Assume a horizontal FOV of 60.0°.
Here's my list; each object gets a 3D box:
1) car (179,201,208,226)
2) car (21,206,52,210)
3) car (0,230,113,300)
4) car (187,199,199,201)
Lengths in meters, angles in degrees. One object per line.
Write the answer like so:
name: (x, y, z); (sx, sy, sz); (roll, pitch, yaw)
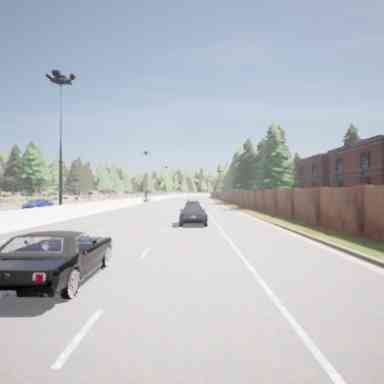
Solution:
car: (0.096, 1.603, 23.865); (1.994, 1.385, 4.181); (0, 0, 0)
car: (-17.562, 1.540, 37.980); (1.882, 1.535, 5.008); (0, 0, 0)
car: (-3.401, 1.615, 8.393); (1.895, 1.301, 4.718); (0, 0, 0)
car: (0.094, 1.560, 41.770); (2.128, 1.511, 4.902); (0, 0, 0)
